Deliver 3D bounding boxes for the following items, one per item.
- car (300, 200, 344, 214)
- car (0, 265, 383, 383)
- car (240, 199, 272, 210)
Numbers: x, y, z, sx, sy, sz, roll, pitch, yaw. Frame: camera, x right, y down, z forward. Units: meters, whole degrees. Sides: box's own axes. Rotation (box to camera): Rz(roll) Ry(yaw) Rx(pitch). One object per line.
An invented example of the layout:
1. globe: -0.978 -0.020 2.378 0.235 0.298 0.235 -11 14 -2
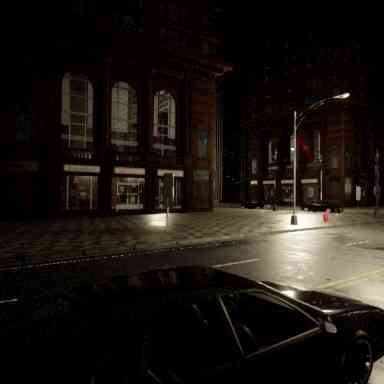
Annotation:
1. car: 14.590 1.681 37.523 1.837 1.490 4.892 1 -1 -35
2. car: 0.000 1.548 3.445 5.357 1.411 2.033 0 0 -36
3. car: 8.709 1.727 45.807 1.837 1.490 4.892 1 -1 -35
